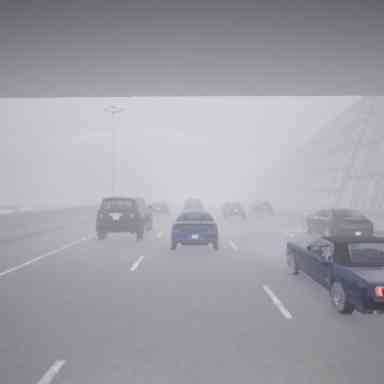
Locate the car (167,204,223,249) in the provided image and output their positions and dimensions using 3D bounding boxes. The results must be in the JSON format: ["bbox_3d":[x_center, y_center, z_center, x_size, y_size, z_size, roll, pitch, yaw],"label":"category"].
[{"bbox_3d":[0.111,1.503,14.747,1.882,1.535,5.008,0,0,0],"label":"car"}]

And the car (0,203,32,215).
[{"bbox_3d":[-14.070,1.572,25.714,1.812,1.442,4.674,0,0,0],"label":"car"}]

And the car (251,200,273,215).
[{"bbox_3d":[7.140,1.552,34.878,2.128,1.511,4.902,0,0,0],"label":"car"}]

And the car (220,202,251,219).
[{"bbox_3d":[3.632,1.599,29.862,2.033,1.411,5.357,0,0,0],"label":"car"}]

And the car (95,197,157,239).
[{"bbox_3d":[-3.384,1.252,17.486,2.150,2.045,5.566,0,0,0],"label":"car"}]

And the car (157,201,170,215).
[{"bbox_3d":[-3.361,1.626,35.474,1.994,1.385,4.181,0,0,0],"label":"car"}]

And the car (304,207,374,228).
[{"bbox_3d":[7.114,1.533,16.610,1.837,1.490,4.892,0,0,0],"label":"car"}]

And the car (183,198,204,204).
[{"bbox_3d":[0.140,1.413,34.940,2.097,1.767,4.553,0,0,0],"label":"car"}]

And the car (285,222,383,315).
[{"bbox_3d":[3.604,1.614,7.512,1.895,1.301,4.718,0,0,0],"label":"car"}]
